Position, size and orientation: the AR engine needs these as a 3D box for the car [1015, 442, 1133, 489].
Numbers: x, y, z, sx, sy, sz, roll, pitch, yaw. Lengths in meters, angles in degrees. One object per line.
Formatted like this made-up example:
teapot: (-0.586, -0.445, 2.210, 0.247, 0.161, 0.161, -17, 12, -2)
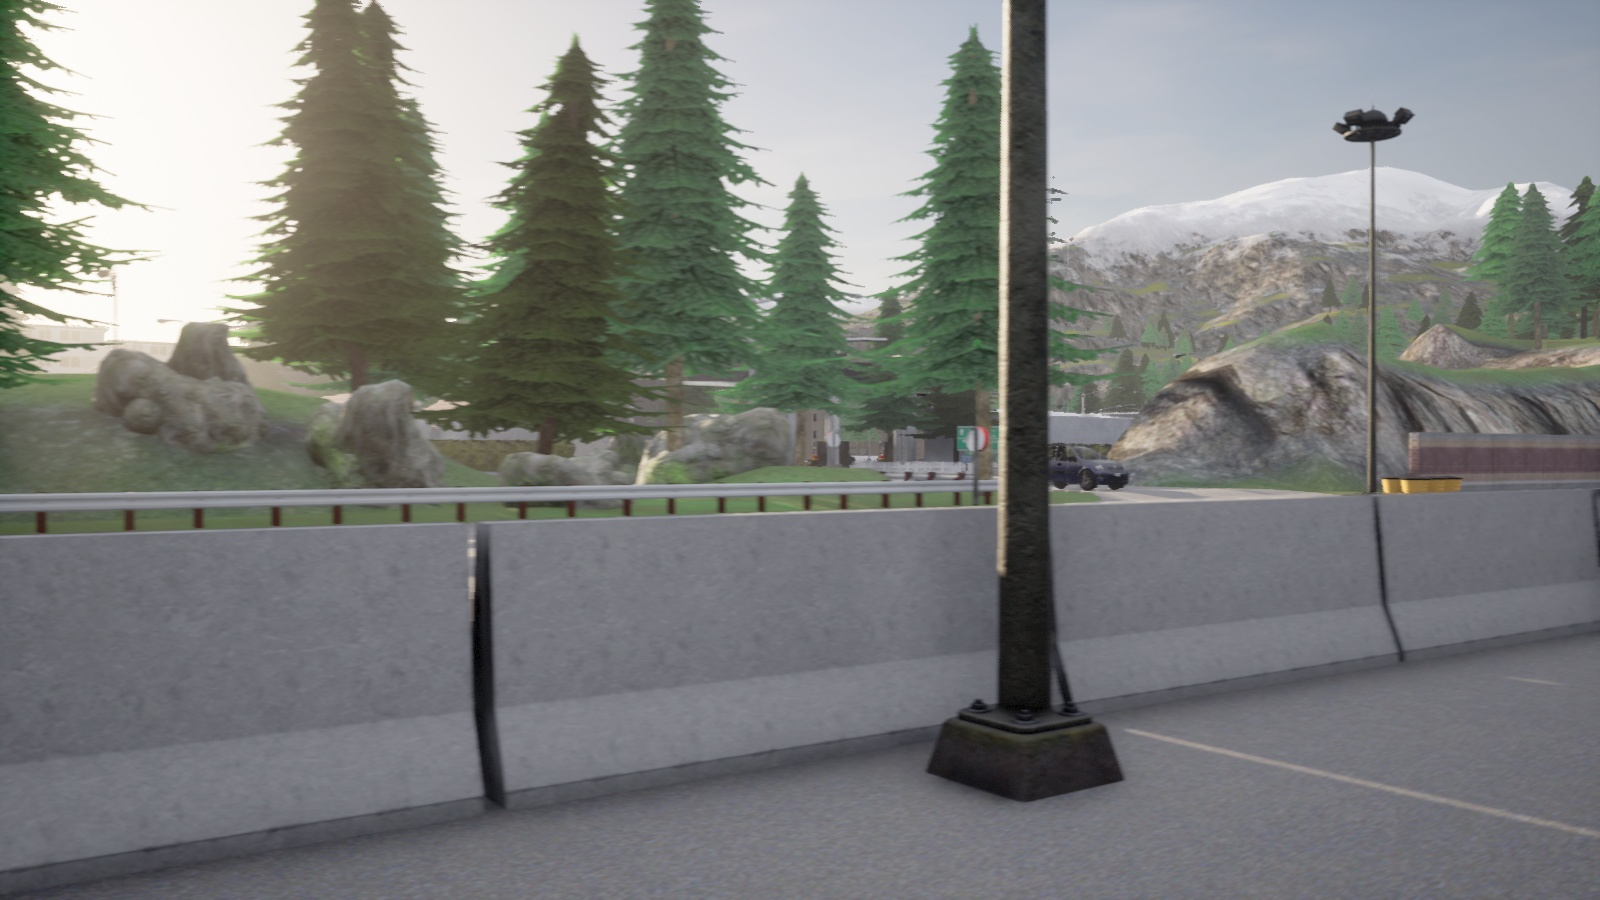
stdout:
car: (9.895, 0.540, 45.580, 1.851, 1.617, 3.988, 0, 0, -35)
